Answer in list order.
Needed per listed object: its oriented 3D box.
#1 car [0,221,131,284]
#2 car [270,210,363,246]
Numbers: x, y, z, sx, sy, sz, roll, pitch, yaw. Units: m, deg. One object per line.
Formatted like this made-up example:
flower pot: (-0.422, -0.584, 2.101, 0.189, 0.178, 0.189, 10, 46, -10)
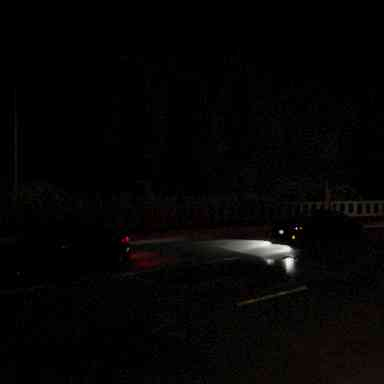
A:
car: (-3.918, 1.548, 9.591, 4.181, 1.385, 1.994, 0, 0, -31)
car: (5.590, 1.499, 14.920, 4.181, 1.385, 1.994, 0, 0, -25)
